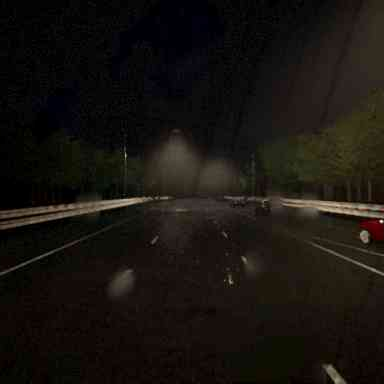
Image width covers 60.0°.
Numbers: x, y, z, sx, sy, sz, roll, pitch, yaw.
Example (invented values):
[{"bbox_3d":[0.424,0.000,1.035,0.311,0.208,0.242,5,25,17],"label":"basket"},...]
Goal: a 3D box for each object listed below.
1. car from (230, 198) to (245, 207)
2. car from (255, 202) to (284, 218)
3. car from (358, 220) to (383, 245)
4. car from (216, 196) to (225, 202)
[{"bbox_3d":[7.023,1.577,51.846,2.033,1.411,5.357,0,0,0],"label":"car"},{"bbox_3d":[7.058,1.581,30.744,1.994,1.385,4.181,0,0,0],"label":"car"},{"bbox_3d":[8.549,1.499,12.726,1.882,1.535,5.008,0,0,-10],"label":"car"},{"bbox_3d":[7.139,1.770,82.218,1.994,1.385,4.181,0,-1,0],"label":"car"}]
